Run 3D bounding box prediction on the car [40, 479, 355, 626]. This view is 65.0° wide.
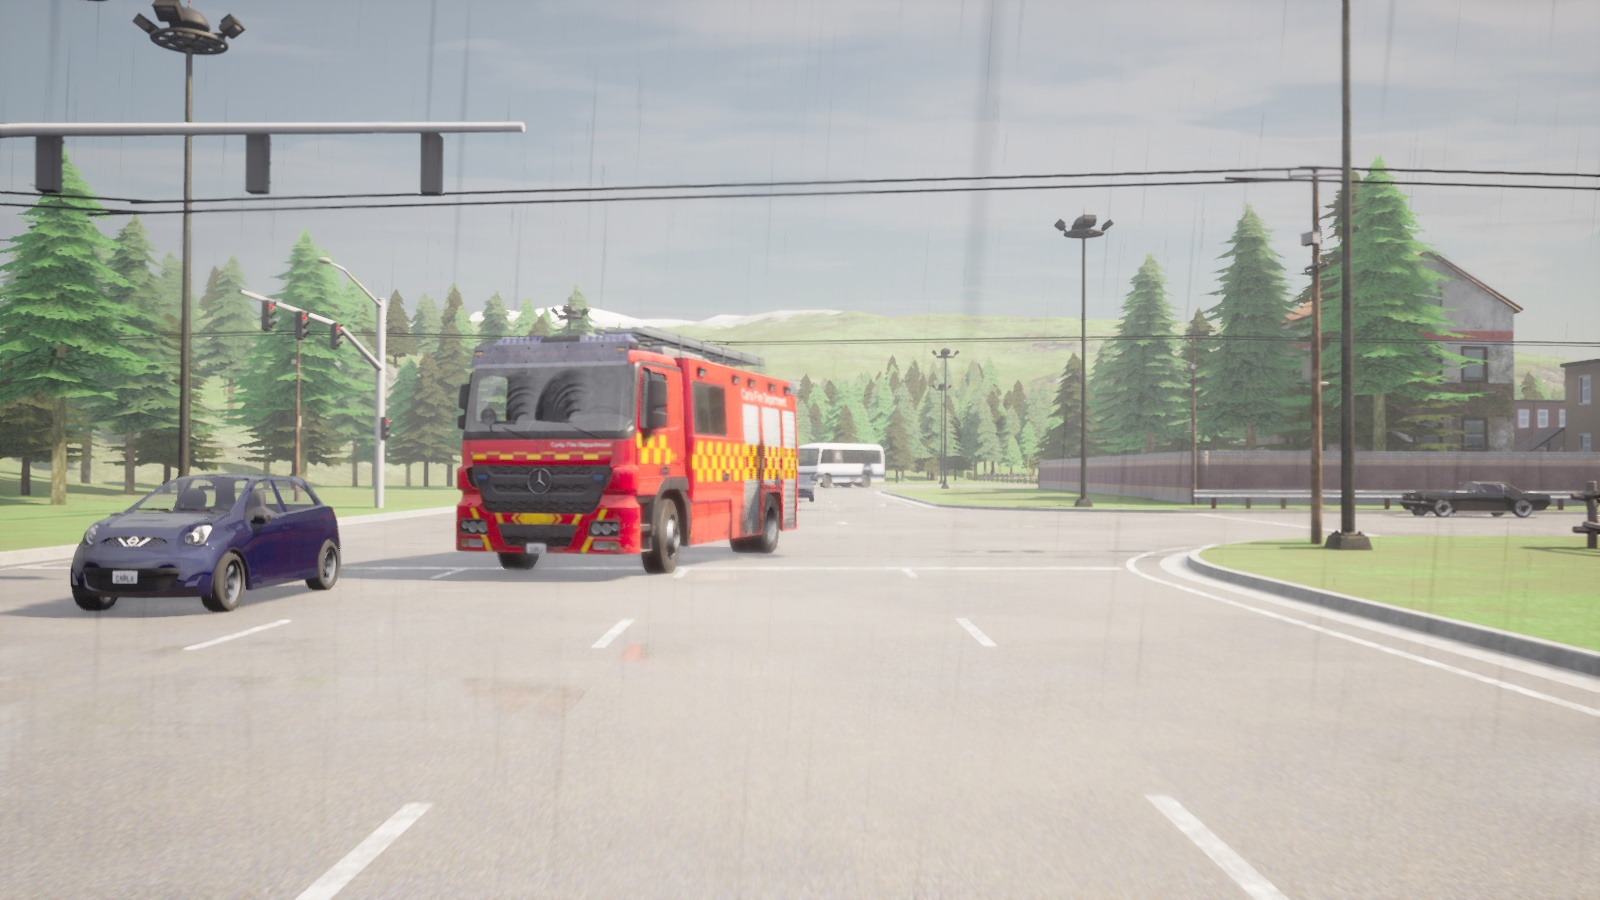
[{"bbox_3d":[-6.900,1.107,14.838,1.845,1.501,3.633,0,-1,3],"label":"car"}]

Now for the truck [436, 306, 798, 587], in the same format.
[{"bbox_3d":[-2.618,0.024,21.548,2.891,3.827,8.468,-1,-1,16],"label":"truck"}]

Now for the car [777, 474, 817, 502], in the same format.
[{"bbox_3d":[-0.151,1.973,65.814,2.033,1.411,5.357,0,-1,0],"label":"car"}]

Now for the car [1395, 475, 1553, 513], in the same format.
[{"bbox_3d":[24.529,1.589,45.793,4.718,1.301,1.895,0,-1,-1],"label":"car"}]
